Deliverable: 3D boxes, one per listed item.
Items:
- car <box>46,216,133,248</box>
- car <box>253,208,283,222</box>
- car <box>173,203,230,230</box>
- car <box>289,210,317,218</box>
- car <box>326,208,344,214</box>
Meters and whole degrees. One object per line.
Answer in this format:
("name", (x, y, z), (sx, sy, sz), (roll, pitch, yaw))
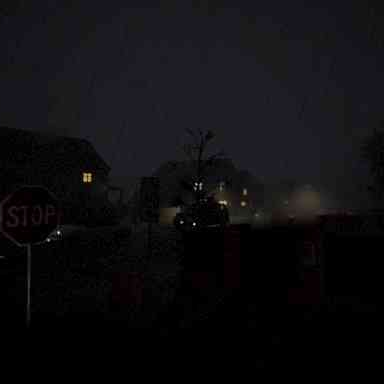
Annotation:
("car", (-5.304, 1.943, 16.991), (1.895, 1.301, 4.718), (1, -1, 35))
("car", (8.339, 2.526, 36.339), (2.128, 1.511, 4.902), (1, -1, 35))
("car", (0.879, 1.872, 25.763), (2.150, 2.045, 5.566), (1, -1, 35))
("car", (12.556, 2.713, 37.244), (2.033, 1.411, 5.357), (1, -1, 36))
("car", (21.582, 3.142, 50.073), (2.128, 1.511, 4.902), (1, -1, 35))
